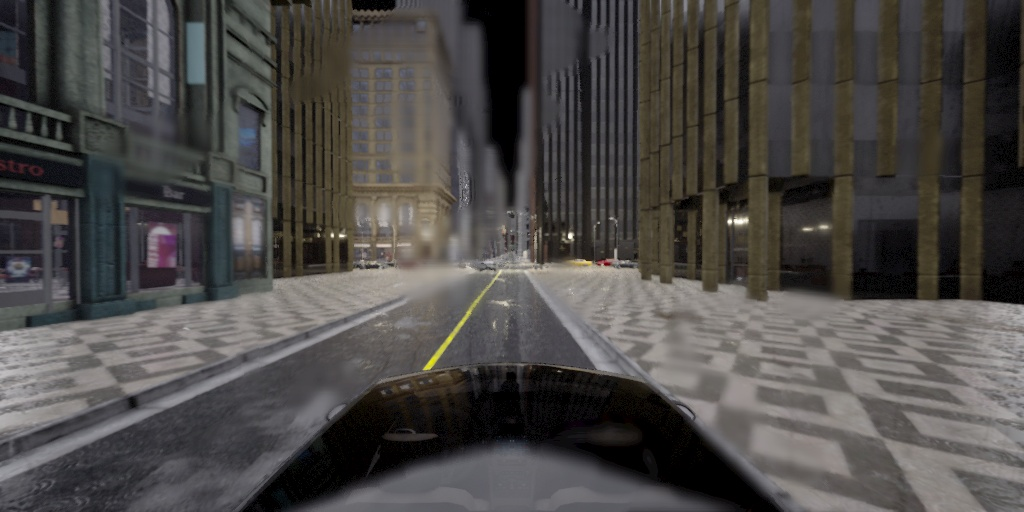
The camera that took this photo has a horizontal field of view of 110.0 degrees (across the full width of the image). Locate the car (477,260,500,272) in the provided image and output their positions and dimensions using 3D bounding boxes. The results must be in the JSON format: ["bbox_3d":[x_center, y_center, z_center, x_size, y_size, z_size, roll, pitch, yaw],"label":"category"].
[{"bbox_3d":[-2.982,1.322,46.077,1.994,1.385,4.181,0,0,0],"label":"car"}]

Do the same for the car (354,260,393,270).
[{"bbox_3d":[-20.971,1.445,54.429,4.403,1.370,2.007,0,0,0],"label":"car"}]

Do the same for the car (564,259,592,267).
[{"bbox_3d":[11.625,1.193,63.043,4.829,1.417,1.751,0,0,0],"label":"car"}]

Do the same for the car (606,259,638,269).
[{"bbox_3d":[17.190,1.331,54.534,4.403,1.370,2.007,0,0,0],"label":"car"}]

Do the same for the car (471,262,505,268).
[{"bbox_3d":[-3.749,1.319,57.233,5.357,1.411,2.033,0,0,0],"label":"car"}]

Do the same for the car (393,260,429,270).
[{"bbox_3d":[-15.301,1.314,54.445,4.097,1.591,1.967,0,0,0],"label":"car"}]

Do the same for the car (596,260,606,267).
[{"bbox_3d":[17.095,1.201,63.058,4.507,1.381,1.888,0,0,0],"label":"car"}]

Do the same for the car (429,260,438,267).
[{"bbox_3d":[-15.295,1.300,62.969,4.403,1.370,2.007,0,0,0],"label":"car"}]
